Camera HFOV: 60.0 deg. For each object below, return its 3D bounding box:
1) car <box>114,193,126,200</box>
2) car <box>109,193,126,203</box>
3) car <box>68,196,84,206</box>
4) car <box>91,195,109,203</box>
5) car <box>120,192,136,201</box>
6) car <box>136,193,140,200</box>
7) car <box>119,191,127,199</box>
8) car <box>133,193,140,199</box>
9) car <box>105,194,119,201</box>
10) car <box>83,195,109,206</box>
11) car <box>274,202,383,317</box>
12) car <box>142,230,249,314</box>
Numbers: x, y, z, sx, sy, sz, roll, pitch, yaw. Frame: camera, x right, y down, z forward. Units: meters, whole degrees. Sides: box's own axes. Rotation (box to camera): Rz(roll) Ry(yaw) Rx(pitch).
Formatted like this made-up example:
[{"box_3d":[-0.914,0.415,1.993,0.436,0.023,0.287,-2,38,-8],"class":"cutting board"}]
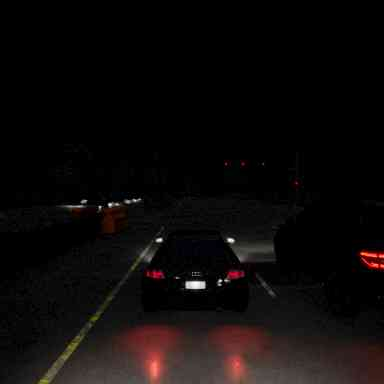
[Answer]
[{"box_3d":[-17.971,1.058,83.245,2.097,1.767,4.553,0,0,0],"class":"car"},{"box_3d":[-14.344,1.394,62.994,1.895,1.301,4.718,0,0,0],"class":"car"},{"box_3d":[-17.834,1.386,52.712,2.033,1.411,5.357,0,0,0],"class":"car"},{"box_3d":[-17.833,1.333,64.701,2.033,1.411,5.357,0,0,0],"class":"car"},{"box_3d":[-14.352,0.975,72.655,2.150,2.045,5.566,0,0,0],"class":"car"},{"box_3d":[-14.455,1.301,82.606,1.895,1.301,4.718,0,0,0],"class":"car"},{"box_3d":[-19.324,0.882,93.633,2.150,2.045,5.566,0,0,-11],"class":"car"},{"box_3d":[-15.595,1.159,92.966,1.837,1.490,4.892,0,0,-11],"class":"car"},{"box_3d":[-17.862,1.242,74.341,1.837,1.490,4.892,0,0,0],"class":"car"},{"box_3d":[-14.318,1.415,50.055,1.994,1.385,4.181,0,0,0],"class":"car"},{"box_3d":[3.591,1.221,7.627,2.150,2.045,5.566,0,0,-2],"class":"car"},{"box_3d":[0.069,1.563,7.698,1.994,1.385,4.181,0,0,0],"class":"car"}]
